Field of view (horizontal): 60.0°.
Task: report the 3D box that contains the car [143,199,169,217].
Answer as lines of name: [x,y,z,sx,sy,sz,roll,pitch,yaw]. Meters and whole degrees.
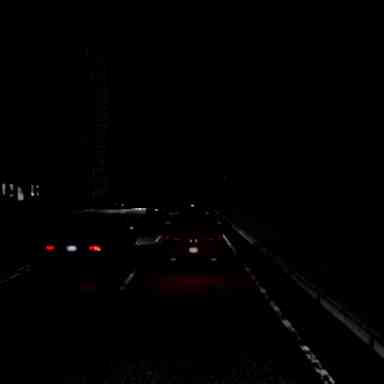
car: [-3.186,1.580,31.864,1.994,1.385,4.181,0,0,0]

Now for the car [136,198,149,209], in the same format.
car: [-6.621,1.587,46.790,1.994,1.385,4.181,0,0,0]

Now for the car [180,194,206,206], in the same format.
car: [0.063,1.235,30.170,2.150,2.045,5.566,0,0,0]

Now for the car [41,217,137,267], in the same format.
car: [-3.192,1.553,11.381,2.033,1.411,5.357,0,0,0]

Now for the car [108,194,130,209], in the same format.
car: [-9.875,1.242,45.445,2.150,2.045,5.566,0,0,0]

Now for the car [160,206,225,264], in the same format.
car: [0.056,1.483,11.885,1.882,1.535,5.008,0,0,0]
